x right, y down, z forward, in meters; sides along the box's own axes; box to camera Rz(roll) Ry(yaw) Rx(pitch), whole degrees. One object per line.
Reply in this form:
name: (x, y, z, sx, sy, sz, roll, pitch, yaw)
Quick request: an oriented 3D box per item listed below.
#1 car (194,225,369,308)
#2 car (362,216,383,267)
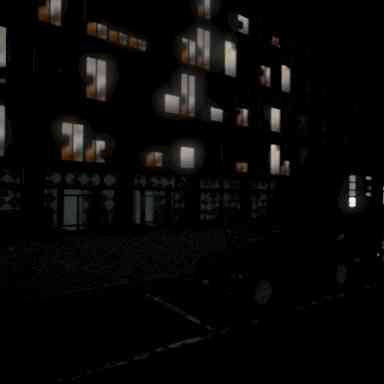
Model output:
car: (2.111, 1.603, 8.059, 4.507, 1.381, 1.887, 1, 0, -35)
car: (6.622, 1.550, 11.274, 4.097, 1.590, 1.967, 1, 0, -35)
